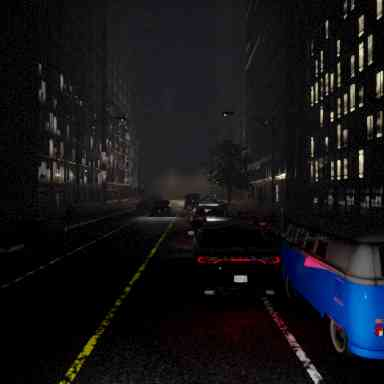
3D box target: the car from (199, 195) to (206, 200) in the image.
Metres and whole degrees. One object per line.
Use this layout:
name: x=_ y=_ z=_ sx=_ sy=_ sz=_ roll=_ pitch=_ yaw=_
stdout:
car: x=2.911 y=1.463 z=91.083 sx=1.887 sy=1.381 sz=4.507 roll=0 pitch=0 yaw=0

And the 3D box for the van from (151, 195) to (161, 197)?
van: x=-5.566 y=1.328 z=51.260 sx=1.690 sy=1.788 sz=3.998 roll=0 pitch=0 yaw=0

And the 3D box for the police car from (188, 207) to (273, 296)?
police car: x=0.921 y=1.425 z=8.830 sx=1.930 sy=1.638 sz=5.238 roll=0 pitch=0 yaw=0

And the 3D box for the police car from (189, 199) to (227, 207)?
police car: x=0.946 y=1.425 z=18.830 sx=1.930 sy=1.638 sz=5.238 roll=0 pitch=0 yaw=0

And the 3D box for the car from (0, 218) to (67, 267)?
car: x=-5.663 y=1.582 z=11.411 sx=1.802 sy=1.307 sz=4.206 roll=0 pitch=0 yaw=0

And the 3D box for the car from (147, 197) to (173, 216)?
car: x=-2.922 y=1.504 z=32.215 sx=1.837 sy=1.490 sz=4.892 roll=0 pitch=0 yaw=0

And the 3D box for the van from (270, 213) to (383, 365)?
van: x=2.704 y=1.341 z=5.697 sx=1.690 sy=1.788 sz=3.998 roll=0 pitch=0 yaw=0

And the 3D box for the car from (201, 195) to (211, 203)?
car: x=2.856 y=1.401 z=68.313 sx=1.967 sy=1.590 sz=4.097 roll=0 pitch=0 yaw=0

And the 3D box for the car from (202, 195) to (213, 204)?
car: x=2.842 y=1.410 z=62.621 sx=1.967 sy=1.590 sz=4.097 roll=0 pitch=0 yaw=0

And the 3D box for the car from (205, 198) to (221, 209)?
car: x=2.801 y=1.544 z=45.543 sx=2.008 sy=1.369 sz=4.403 roll=0 pitch=0 yaw=0

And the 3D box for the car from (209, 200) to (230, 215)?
car: x=2.773 y=1.581 z=34.158 sx=1.802 sy=1.307 sz=4.206 roll=0 pitch=0 yaw=0

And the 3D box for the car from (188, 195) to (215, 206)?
car: x=0.959 y=1.351 z=24.691 sx=2.097 sy=1.767 sz=4.553 roll=0 pitch=0 yaw=0

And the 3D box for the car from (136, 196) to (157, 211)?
car: x=-5.594 y=1.548 z=39.875 sx=2.008 sy=1.369 sz=4.403 roll=0 pitch=0 yaw=0

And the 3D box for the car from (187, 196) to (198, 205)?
car: x=0.143 y=1.480 z=59.484 sx=1.837 sy=1.490 sz=4.892 roll=0 pitch=0 yaw=0

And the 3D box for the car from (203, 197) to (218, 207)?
car: x=2.814 y=1.538 z=51.236 sx=2.008 sy=1.369 sz=4.403 roll=0 pitch=0 yaw=0

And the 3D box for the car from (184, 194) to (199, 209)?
car: x=0.112 y=1.215 z=44.930 sx=2.150 sy=2.045 sz=5.566 roll=0 pitch=0 yaw=0
